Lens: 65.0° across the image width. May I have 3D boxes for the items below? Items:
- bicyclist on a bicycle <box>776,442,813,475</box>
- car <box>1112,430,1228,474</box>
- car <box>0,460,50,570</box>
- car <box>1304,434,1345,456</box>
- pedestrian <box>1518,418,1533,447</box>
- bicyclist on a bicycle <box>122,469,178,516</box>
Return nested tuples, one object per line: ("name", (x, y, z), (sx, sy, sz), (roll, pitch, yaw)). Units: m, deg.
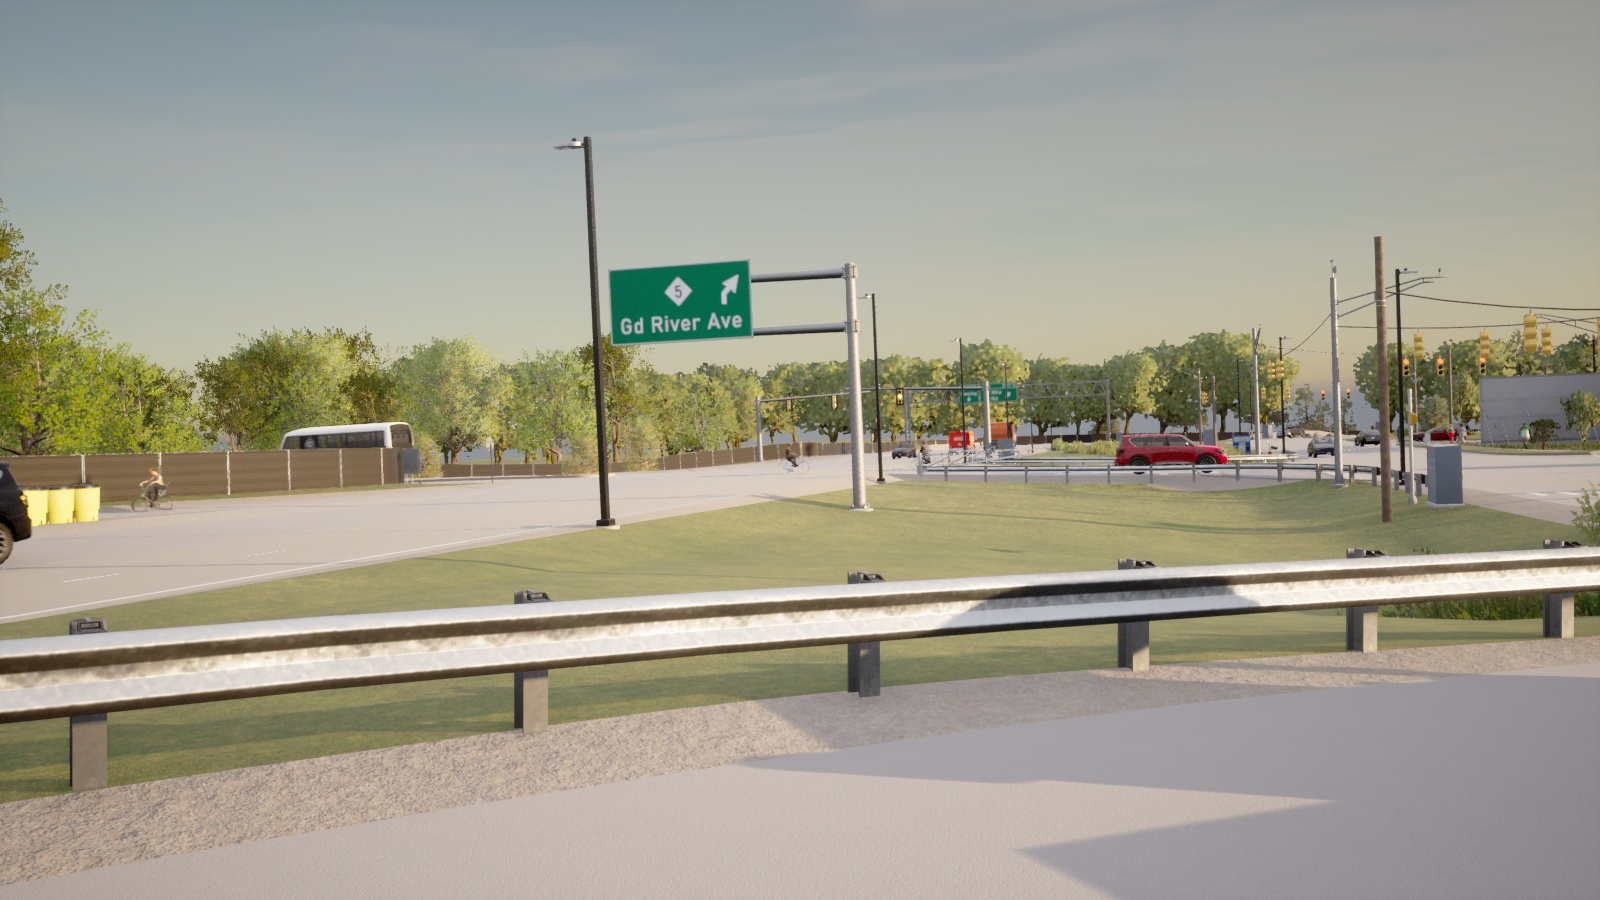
("bicyclist on a bicycle", (-0.320, 0.465, 69.461), (1.843, 1.776, 0.659), (-3, 1, 15))
("car", (18.900, 0.090, 64.235), (5.566, 2.045, 2.150), (-2, 0, 17))
("car", (-16.581, 1.306, 22.326), (2.150, 2.045, 5.566), (-2, 0, 15))
("car", (37.890, -0.357, 90.899), (2.033, 1.411, 5.357), (-2, 1, 16))
("pedestrian", (49.761, -1.199, 86.161), (0.659, 1.952, 0.873), (-2, 2, 16))
("bicyclist on a bicycle", (-23.492, 1.545, 45.425), (0.866, 1.612, 1.509), (-2, 0, 34))
